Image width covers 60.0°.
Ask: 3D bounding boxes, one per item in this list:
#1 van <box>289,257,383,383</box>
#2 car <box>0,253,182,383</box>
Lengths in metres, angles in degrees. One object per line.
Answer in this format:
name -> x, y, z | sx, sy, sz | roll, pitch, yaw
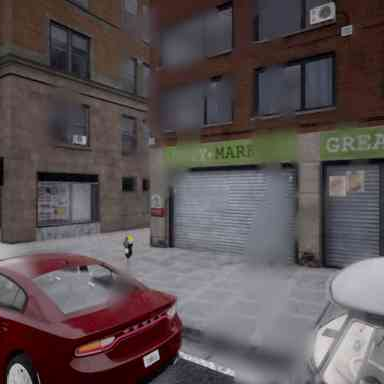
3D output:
van -> 2.387, 1.341, 1.375 | 3.998, 1.788, 1.690 | 0, 0, 35
car -> -2.223, 1.544, 4.660 | 4.507, 1.381, 1.887 | 0, 0, 35
